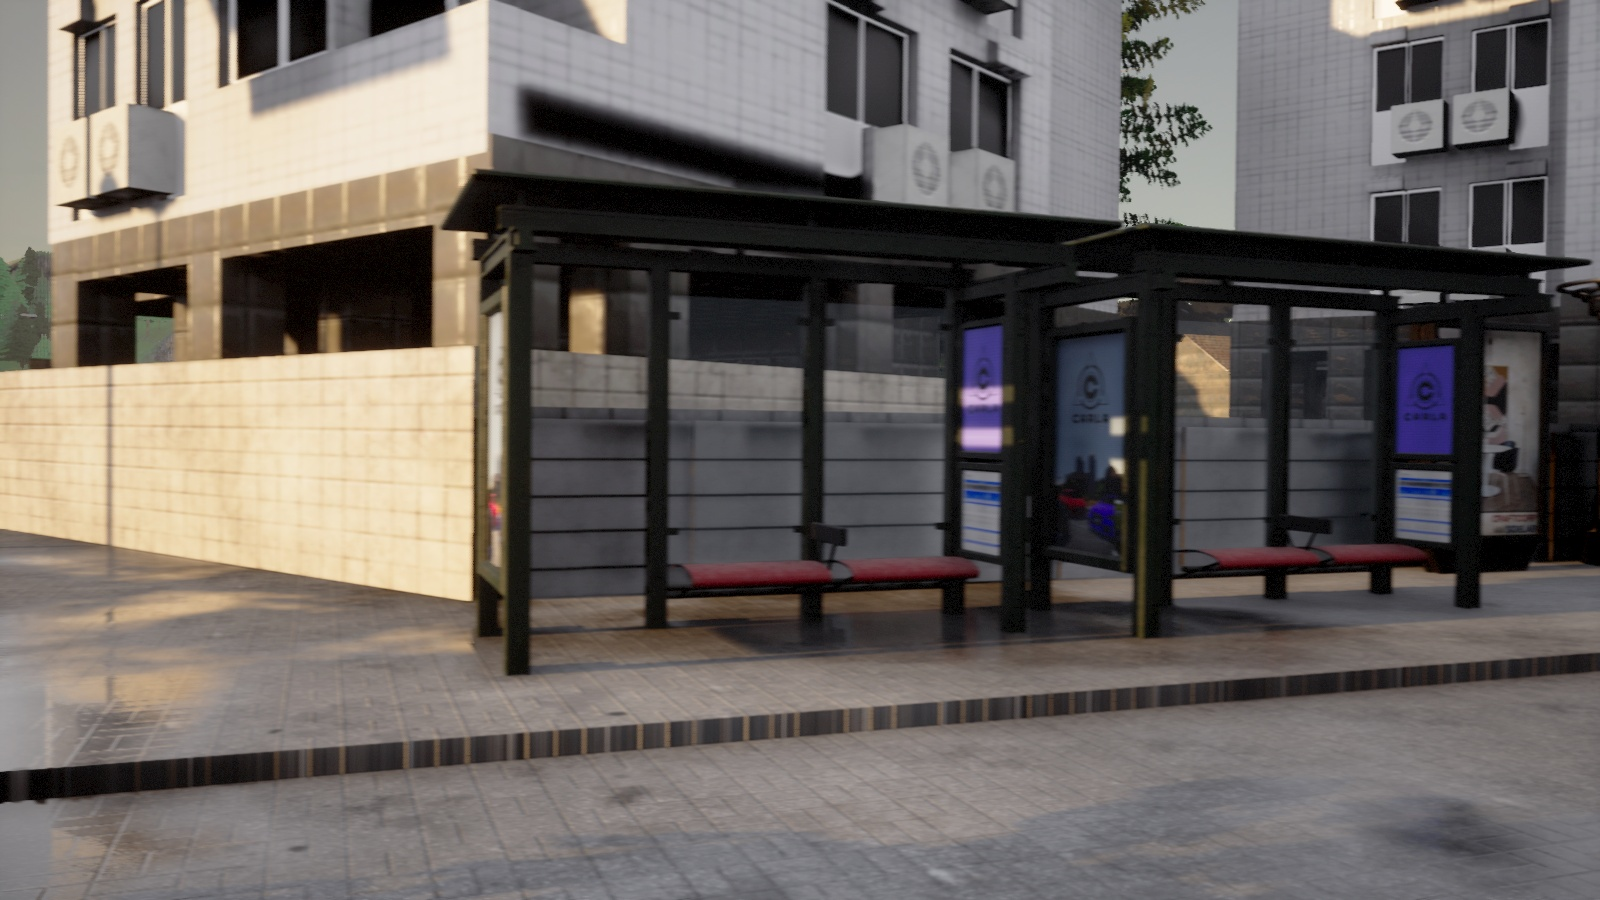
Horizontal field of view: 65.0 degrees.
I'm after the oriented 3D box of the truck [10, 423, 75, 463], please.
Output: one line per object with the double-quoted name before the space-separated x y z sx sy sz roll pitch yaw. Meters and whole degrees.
"truck" -48.493 -0.475 80.528 2.627 2.467 5.204 -1 1 -21
